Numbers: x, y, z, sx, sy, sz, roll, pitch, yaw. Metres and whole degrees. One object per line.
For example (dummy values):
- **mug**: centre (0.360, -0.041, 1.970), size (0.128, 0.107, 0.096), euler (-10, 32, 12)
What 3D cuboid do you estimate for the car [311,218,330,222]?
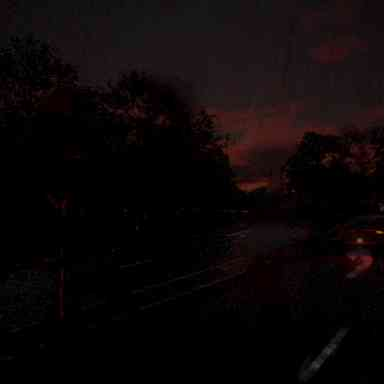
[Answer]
- **car**: centre (28.019, 5.844, 71.352), size (4.892, 1.490, 1.837), euler (-1, -5, 9)

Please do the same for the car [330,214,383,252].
- **car**: centre (8.040, 1.737, 14.847), size (1.882, 1.535, 5.008), euler (-4, -3, 38)
